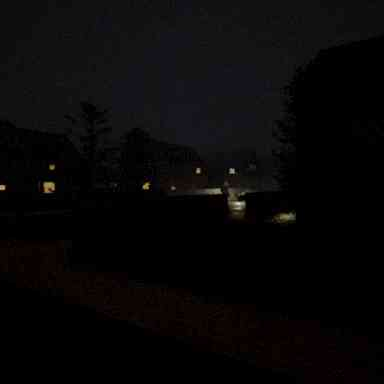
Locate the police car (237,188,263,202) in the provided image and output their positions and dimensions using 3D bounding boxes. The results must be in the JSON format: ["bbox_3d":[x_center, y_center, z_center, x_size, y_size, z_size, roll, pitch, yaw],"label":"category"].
[{"bbox_3d":[7.113,0.355,39.447,2.038,1.542,4.974,0,2,36],"label":"police car"}]
